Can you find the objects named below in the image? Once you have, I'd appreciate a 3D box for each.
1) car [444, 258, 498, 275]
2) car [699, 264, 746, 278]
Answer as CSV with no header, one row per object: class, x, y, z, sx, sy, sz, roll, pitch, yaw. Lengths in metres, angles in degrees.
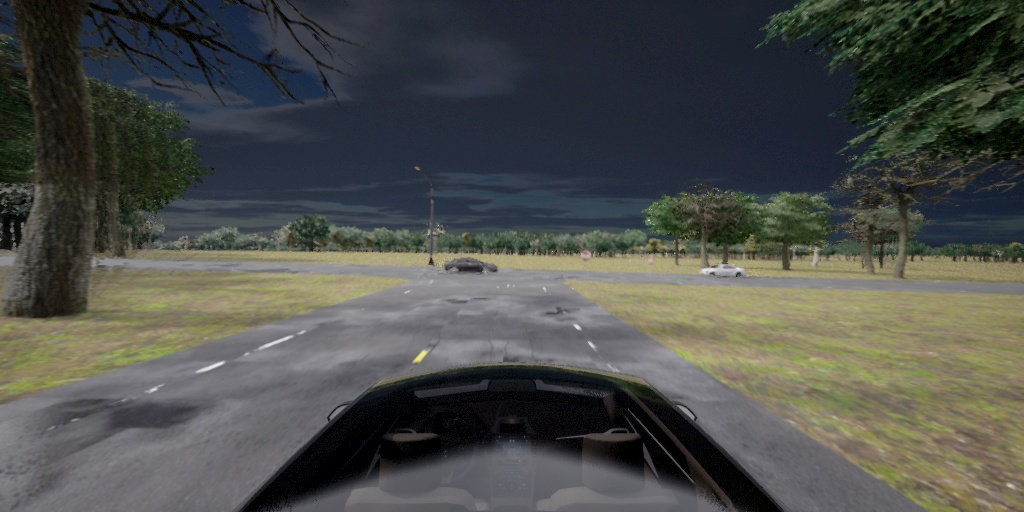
car,-3.752,0.929,32.903,4.892,1.490,1.837,1,1,0
car,23.325,1.658,39.763,4.674,1.442,1.812,1,2,0
